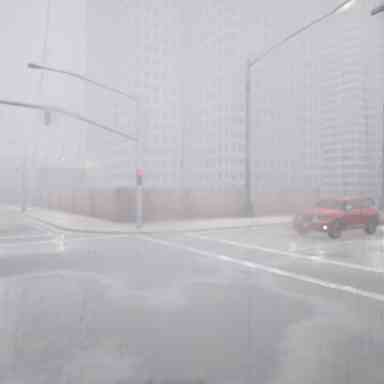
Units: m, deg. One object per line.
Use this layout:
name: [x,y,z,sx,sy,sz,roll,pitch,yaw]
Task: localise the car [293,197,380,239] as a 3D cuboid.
car: [7.946,1.279,18.072,5.566,2.045,2.150,0,0,-34]
